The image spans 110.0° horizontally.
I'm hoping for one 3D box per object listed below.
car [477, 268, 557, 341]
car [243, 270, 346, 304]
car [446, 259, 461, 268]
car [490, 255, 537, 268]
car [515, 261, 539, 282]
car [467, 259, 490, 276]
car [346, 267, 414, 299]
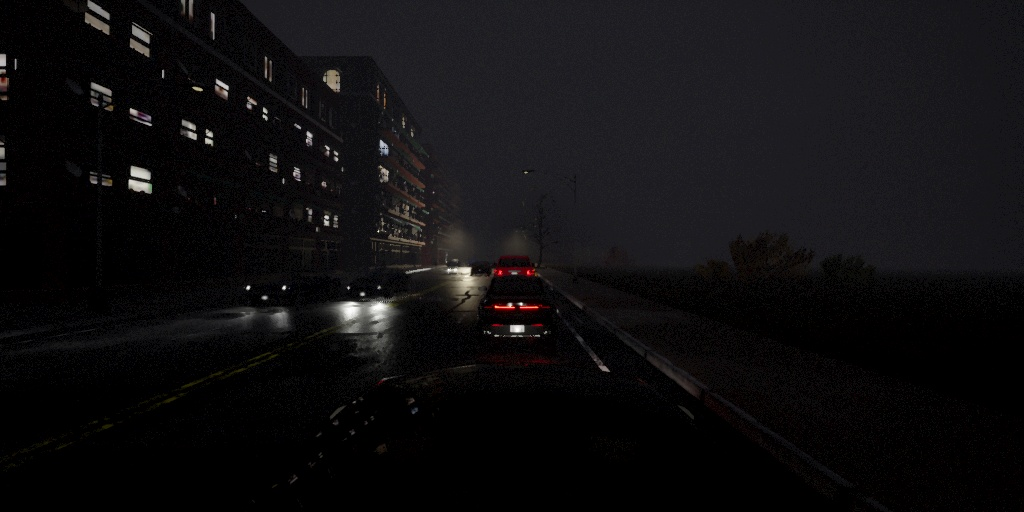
[{"bbox_3d":[0.111,1.256,9.843,1.837,1.490,4.892,0,0,0],"label":"car"},{"bbox_3d":[-9.830,1.353,16.481,1.895,1.301,4.718,0,0,0],"label":"car"},{"bbox_3d":[-9.759,1.244,60.300,2.128,1.511,4.902,0,0,0],"label":"car"},{"bbox_3d":[0.121,0.974,20.190,2.150,2.045,5.566,0,0,0],"label":"car"},{"bbox_3d":[1.171,1.209,30.597,1.801,1.575,5.366,0,0,0],"label":"car"},{"bbox_3d":[-3.108,1.232,36.891,1.882,1.535,5.008,0,-1,0],"label":"car"},{"bbox_3d":[-6.579,1.300,18.438,2.033,1.411,5.357,0,0,0],"label":"car"}]
